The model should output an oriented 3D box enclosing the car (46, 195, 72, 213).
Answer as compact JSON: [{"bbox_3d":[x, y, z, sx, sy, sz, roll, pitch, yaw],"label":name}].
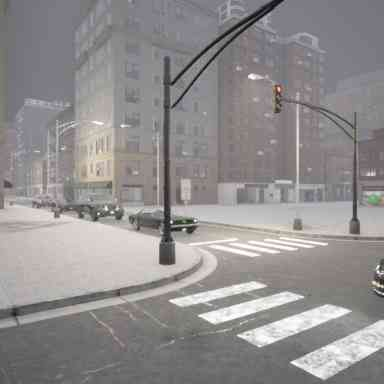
[{"bbox_3d":[-13.175,1.311,34.312,1.882,1.535,5.008,0,0,-36],"label":"car"}]

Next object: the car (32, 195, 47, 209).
[{"bbox_3d":[-19.078,1.140,42.648,2.097,1.767,4.553,0,0,-35],"label":"car"}]

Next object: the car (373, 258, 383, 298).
[{"bbox_3d":[5.831,1.497,7.212,4.892,1.490,1.837,0,0,-35],"label":"car"}]

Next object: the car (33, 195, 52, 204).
[{"bbox_3d":[-25.423,1.270,56.545,2.033,1.411,5.357,0,0,-35],"label":"car"}]

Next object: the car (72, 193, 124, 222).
[{"bbox_3d":[-7.304,1.102,26.054,2.150,2.045,5.566,0,0,-35],"label":"car"}]

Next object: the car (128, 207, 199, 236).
[{"bbox_3d":[-1.661,1.527,18.151,1.895,1.301,4.718,0,0,-36],"label":"car"}]
